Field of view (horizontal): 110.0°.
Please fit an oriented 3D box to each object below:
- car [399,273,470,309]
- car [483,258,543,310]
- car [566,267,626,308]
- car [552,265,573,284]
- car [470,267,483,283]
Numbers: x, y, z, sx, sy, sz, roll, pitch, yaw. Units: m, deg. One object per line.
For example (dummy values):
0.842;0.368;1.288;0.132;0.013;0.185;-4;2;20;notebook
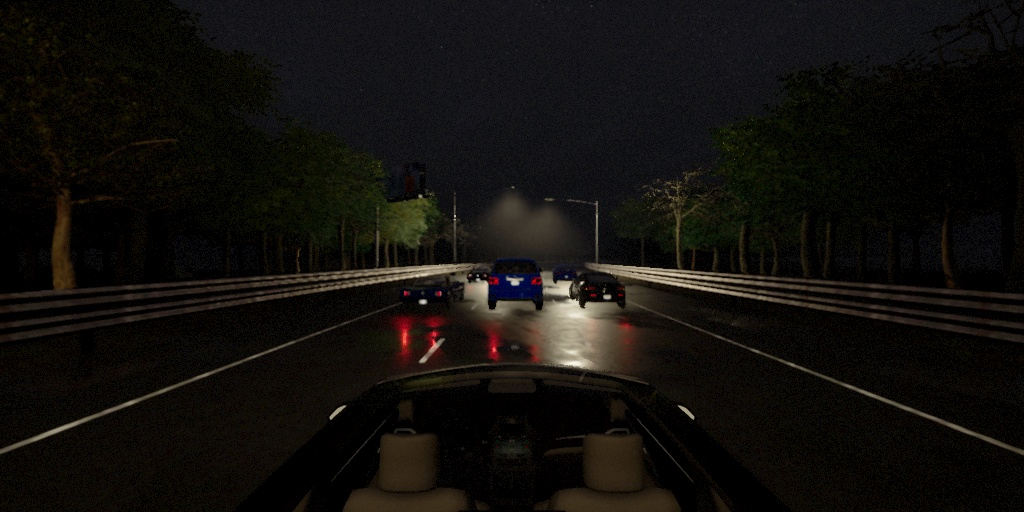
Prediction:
-3.305;1.483;15.867;1.895;1.301;4.718;0;-1;2;car
0.190;1.097;15.671;2.150;2.045;5.566;0;0;2;car
3.707;1.411;15.945;1.812;1.442;4.674;0;0;2;car
4.459;1.504;30.681;1.882;1.535;5.008;0;0;4;car
-2.558;1.625;30.782;1.895;1.301;4.718;0;-1;4;car
